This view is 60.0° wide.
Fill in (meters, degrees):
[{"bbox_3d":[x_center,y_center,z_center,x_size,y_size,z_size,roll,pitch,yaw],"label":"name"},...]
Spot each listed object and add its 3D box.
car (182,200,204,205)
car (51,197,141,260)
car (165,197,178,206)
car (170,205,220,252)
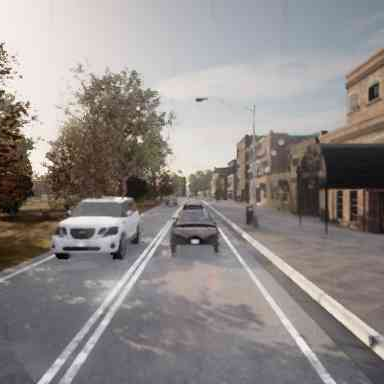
[{"bbox_3d":[0.110,1.486,31.257,1.882,1.535,5.008,0,0,0],"label":"car"},{"bbox_3d":[-3.346,1.226,12.804,2.150,2.045,5.566,0,0,0],"label":"car"},{"bbox_3d":[-3.302,1.491,54.256,2.128,1.511,4.902,0,0,0],"label":"car"},{"bbox_3d":[0.104,1.497,13.959,2.128,1.511,4.902,0,0,0],"label":"car"}]
